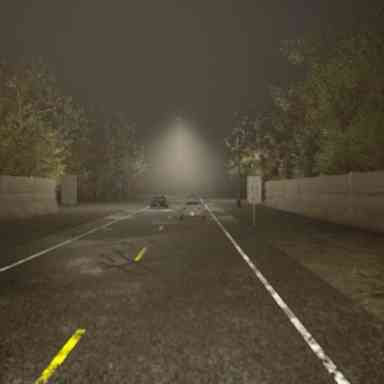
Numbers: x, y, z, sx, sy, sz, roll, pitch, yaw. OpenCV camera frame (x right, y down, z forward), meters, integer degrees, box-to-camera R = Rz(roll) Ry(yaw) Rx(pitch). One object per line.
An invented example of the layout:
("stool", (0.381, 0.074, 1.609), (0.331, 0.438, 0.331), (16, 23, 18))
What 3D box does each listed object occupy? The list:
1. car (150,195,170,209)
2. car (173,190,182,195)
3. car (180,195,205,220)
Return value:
("car", (-3.587, 1.102, 37.498), (1.837, 1.490, 4.892), (0, 0, 0))
("car", (-3.487, 0.248, 79.085), (1.882, 1.535, 5.008), (0, 1, 0))
("car", (0.037, 1.247, 25.388), (1.812, 1.442, 4.674), (-1, 1, 0))
